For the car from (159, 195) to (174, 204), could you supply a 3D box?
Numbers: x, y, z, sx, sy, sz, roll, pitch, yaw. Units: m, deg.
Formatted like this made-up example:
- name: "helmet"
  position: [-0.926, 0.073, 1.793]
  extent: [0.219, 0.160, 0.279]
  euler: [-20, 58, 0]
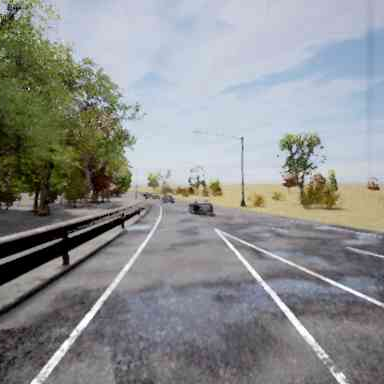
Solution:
- name: "car"
  position: [-4.837, 1.318, 65.585]
  extent: [2.097, 1.767, 4.553]
  euler: [0, 0, -10]

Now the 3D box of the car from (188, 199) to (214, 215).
- name: "car"
  position: [0.838, 1.451, 33.100]
  extent: [2.128, 1.511, 4.902]
  euler: [0, 0, -10]
